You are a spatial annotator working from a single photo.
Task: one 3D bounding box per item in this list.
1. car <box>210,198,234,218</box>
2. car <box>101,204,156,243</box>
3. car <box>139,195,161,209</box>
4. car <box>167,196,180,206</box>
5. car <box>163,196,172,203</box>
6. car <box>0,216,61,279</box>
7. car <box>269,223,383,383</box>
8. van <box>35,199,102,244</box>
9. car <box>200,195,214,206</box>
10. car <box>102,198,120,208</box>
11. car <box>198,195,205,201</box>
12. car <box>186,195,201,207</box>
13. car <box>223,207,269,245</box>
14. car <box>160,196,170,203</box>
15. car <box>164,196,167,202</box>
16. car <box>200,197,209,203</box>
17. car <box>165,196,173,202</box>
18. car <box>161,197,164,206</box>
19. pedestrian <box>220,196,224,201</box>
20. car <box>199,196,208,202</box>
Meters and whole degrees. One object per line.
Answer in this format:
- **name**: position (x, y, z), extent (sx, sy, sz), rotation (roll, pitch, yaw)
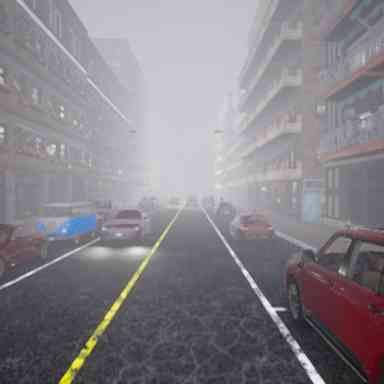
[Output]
- **car**: position (3.000, 1.575, 30.852), extent (1.812, 1.442, 4.674), rotation (0, 0, 0)
- **car**: position (-3.089, 1.550, 16.328), extent (1.812, 1.442, 4.674), rotation (0, 0, 0)
- **car**: position (-5.703, 1.385, 43.765), extent (2.192, 1.841, 5.009), rotation (-1, 0, 0)
- **car**: position (-3.046, 1.573, 57.805), extent (1.882, 1.535, 5.008), rotation (0, 0, 1)
- **car**: position (-5.701, 1.658, 77.579), extent (1.752, 1.417, 4.829), rotation (-1, 0, 0)
- **car**: position (-5.670, 1.597, 9.780), extent (1.802, 1.307, 4.206), rotation (-1, 0, 0)
- **car**: position (2.677, 1.321, 4.087), extent (2.192, 1.841, 5.009), rotation (-1, 0, 0)
- **van**: position (-5.685, 1.364, 15.446), extent (1.690, 1.788, 3.998), rotation (-1, 0, 0)
- **car**: position (2.676, 1.405, 55.061), extent (2.192, 1.841, 5.009), rotation (-1, 0, 0)
- **car**: position (-5.714, 1.347, 21.109), extent (2.192, 1.841, 5.009), rotation (-1, 0, 0)
- **car**: position (2.678, 1.607, 94.708), extent (1.967, 1.590, 4.097), rotation (-1, 0, 0)
- **car**: position (0.051, 1.648, 51.540), extent (1.994, 1.385, 4.181), rotation (0, 0, 1)
- **car**: position (2.680, 1.606, 15.414), extent (1.802, 1.307, 4.206), rotation (-1, 0, 0)
- **car**: position (-5.701, 1.647, 71.915), extent (1.752, 1.417, 4.829), rotation (-1, 0, 0)
- **car**: position (-5.700, 1.656, 55.092), extent (1.947, 1.339, 4.313), rotation (-1, 0, 0)
- **car**: position (2.679, 1.688, 72.052), extent (1.947, 1.339, 4.313), rotation (-1, 0, 0)
- **car**: position (-5.701, 1.669, 83.243), extent (1.752, 1.417, 4.829), rotation (-1, 0, 0)
- **car**: position (-5.702, 1.520, 49.429), extent (1.967, 1.590, 4.097), rotation (-1, 0, 0)
- **pedestrian**: position (3.000, 1.347, 33.677), extent (0.375, 1.860, 0.375), rotation (-1, 1, -5)
- **car**: position (2.680, 1.715, 77.716), extent (1.802, 1.307, 4.206), rotation (-1, 0, 0)
